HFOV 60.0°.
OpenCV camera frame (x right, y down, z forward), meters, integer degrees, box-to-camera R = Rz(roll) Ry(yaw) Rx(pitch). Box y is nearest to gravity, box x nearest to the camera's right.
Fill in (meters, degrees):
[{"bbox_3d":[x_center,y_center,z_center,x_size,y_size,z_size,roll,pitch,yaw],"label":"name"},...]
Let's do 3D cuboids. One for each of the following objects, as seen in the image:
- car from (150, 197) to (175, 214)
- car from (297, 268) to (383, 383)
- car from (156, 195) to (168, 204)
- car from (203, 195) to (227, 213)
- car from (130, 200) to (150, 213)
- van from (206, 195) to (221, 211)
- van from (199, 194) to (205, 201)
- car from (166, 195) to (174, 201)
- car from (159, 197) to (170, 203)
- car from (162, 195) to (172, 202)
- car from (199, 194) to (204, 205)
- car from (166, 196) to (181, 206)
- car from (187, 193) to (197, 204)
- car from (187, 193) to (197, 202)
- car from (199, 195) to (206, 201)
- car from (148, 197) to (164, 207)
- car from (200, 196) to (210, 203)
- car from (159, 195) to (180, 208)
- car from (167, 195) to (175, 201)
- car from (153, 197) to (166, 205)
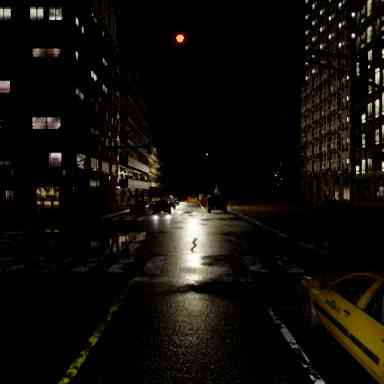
[{"bbox_3d":[-3.123,1.557,35.280,2.033,1.411,5.357,0,0,-4],"label":"car"},{"bbox_3d":[2.686,1.525,4.129,1.752,1.417,4.829,0,0,0],"label":"car"},{"bbox_3d":[-5.697,1.485,64.005,1.967,1.590,4.097,0,0,0],"label":"car"},{"bbox_3d":[2.684,1.325,36.372,2.192,1.841,5.009,0,0,0],"label":"car"},{"bbox_3d":[-5.694,1.561,36.371,2.008,1.369,4.403,0,0,0],"label":"car"},{"bbox_3d":[2.684,1.356,41.898,1.690,1.788,3.998,0,0,0],"label":"van"},{"bbox_3d":[2.682,1.436,91.637,1.690,1.788,3.998,0,0,0],"label":"van"},{"bbox_3d":[-5.696,1.608,85.941,1.752,1.417,4.829,0,0,0],"label":"car"},{"bbox_3d":[-5.696,1.635,69.532,1.802,1.307,4.206,0,0,0],"label":"car"},{"bbox_3d":[-5.697,1.503,75.058,1.967,1.590,4.097,0,0,0],"label":"car"},{"bbox_3d":[2.683,1.351,58.478,2.192,1.841,5.009,0,0,0],"label":"car"},{"bbox_3d":[-3.047,1.523,55.601,2.128,1.511,4.902,0,0,0],"label":"car"},{"bbox_3d":[0.098,1.525,65.386,1.882,1.535,5.008,0,0,0],"label":"car"},{"bbox_3d":[0.000,1.289,75.861,2.150,2.045,5.566,0,0,0],"label":"car"},{"bbox_3d":[2.684,1.609,86.281,1.752,1.417,4.829,0,0,0],"label":"car"},{"bbox_3d":[-5.695,1.579,52.951,2.008,1.369,4.403,0,0,0],"label":"car"},{"bbox_3d":[2.684,1.598,69.532,1.887,1.381,4.507,0,0,0],"label":"car"},{"bbox_3d":[-3.090,1.566,45.408,2.033,1.411,5.357,0,0,0],"label":"car"},{"bbox_3d":[-5.696,1.640,91.637,1.887,1.381,4.507,0,0,0],"label":"car"},{"bbox_3d":[-5.696,1.581,58.477,1.887,1.381,4.507,0,0,0],"label":"car"}]
